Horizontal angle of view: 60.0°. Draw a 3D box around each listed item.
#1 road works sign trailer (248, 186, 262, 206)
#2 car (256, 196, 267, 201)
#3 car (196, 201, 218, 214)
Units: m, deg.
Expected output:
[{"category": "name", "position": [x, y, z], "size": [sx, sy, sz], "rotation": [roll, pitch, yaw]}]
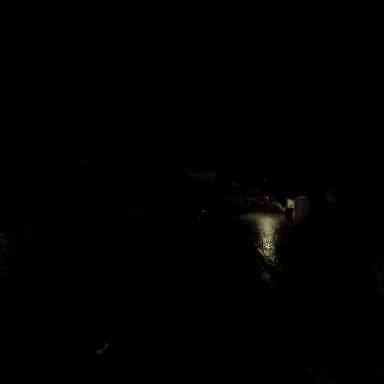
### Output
[{"category": "road works sign trailer", "position": [11.580, 0.783, 60.684], "size": [2.380, 3.560, 2.880], "rotation": [0, -1, 23]}, {"category": "car", "position": [16.195, 1.606, 77.442], "size": [1.812, 1.442, 4.674], "rotation": [-1, -1, 27]}, {"category": "car", "position": [1.849, 1.721, 38.550], "size": [2.033, 1.411, 5.357], "rotation": [0, 0, 13]}]
